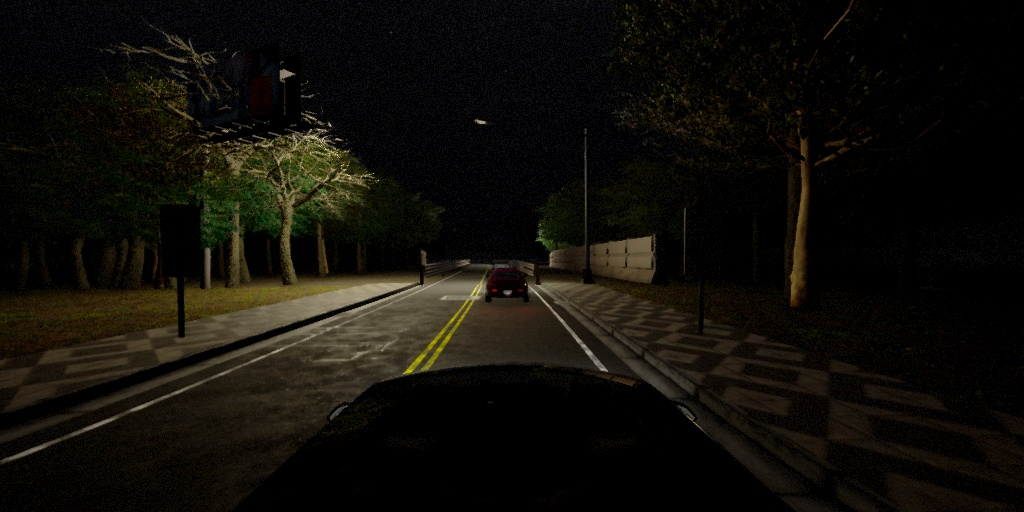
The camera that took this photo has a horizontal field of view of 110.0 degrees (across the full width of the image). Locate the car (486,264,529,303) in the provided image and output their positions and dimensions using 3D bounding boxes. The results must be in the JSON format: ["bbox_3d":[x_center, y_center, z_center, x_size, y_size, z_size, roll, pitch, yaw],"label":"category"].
[{"bbox_3d":[-0.243,1.275,16.571,1.812,1.442,4.674,0,0,-2],"label":"car"}]
